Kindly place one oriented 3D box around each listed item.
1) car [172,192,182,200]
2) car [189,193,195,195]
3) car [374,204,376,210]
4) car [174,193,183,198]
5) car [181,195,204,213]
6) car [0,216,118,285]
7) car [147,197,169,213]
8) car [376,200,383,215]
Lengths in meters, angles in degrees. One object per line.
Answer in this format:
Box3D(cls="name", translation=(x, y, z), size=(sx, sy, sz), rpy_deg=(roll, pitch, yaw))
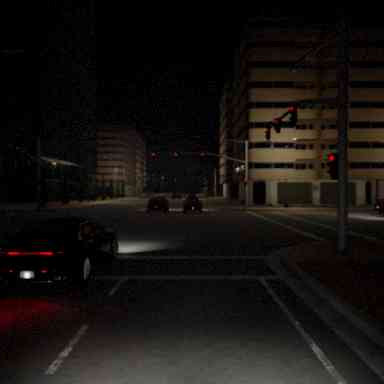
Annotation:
Box3D(cls="car", translation=(-3.507, 0.864, 76.680), size=(2.097, 1.767, 4.553), rpy_deg=(0, 0, 0))
Box3D(cls="car", translation=(-0.007, 1.007, 76.984), size=(1.837, 1.490, 4.892), rpy_deg=(0, 0, 0))
Box3D(cls="car", translation=(19.579, 1.027, 30.101), size=(5.566, 2.045, 2.150), rpy_deg=(0, 0, -1))
Box3D(cls="car", translation=(-3.508, 0.896, 86.109), size=(2.033, 1.411, 5.357), rpy_deg=(0, 0, 0))
Box3D(cls="car", translation=(0.083, 1.310, 33.589), size=(1.812, 1.442, 4.674), rpy_deg=(0, 0, 0))
Box3D(cls="car", translation=(-3.411, 1.445, 9.303), size=(1.837, 1.490, 4.892), rpy_deg=(0, 0, 0))
Box3D(cls="car", translation=(-3.404, 1.259, 34.130), size=(1.882, 1.535, 5.008), rpy_deg=(0, 0, 0))
Box3D(cls="car", translation=(17.838, 1.333, 26.586), size=(4.892, 1.490, 1.837), rpy_deg=(0, 0, -1))
